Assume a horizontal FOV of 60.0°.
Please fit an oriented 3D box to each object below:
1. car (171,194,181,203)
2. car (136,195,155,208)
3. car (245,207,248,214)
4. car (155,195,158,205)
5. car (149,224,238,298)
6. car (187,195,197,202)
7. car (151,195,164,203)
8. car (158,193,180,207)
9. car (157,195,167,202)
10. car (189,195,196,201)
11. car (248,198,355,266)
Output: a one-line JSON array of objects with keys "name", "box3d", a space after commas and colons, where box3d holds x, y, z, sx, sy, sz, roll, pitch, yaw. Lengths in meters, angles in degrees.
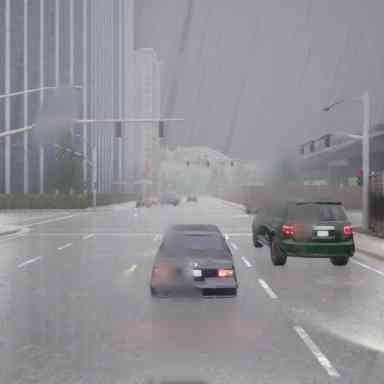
[{"name": "car", "box3d": [-3.478, 1.355, 72.579, 2.097, 1.767, 4.553, 0, 0, 0]}, {"name": "car", "box3d": [-7.077, 1.504, 48.923, 1.837, 1.490, 4.892, 0, 0, 0]}, {"name": "car", "box3d": [7.171, 1.594, 31.612, 4.181, 1.385, 1.994, 0, 0, -10]}, {"name": "car", "box3d": [-7.061, 1.352, 58.115, 2.097, 1.767, 4.553, 0, 0, 0]}, {"name": "car", "box3d": [0.057, 1.547, 8.664, 2.033, 1.411, 5.357, 0, 0, 1]}, {"name": "car", "box3d": [0.023, 1.355, 76.089, 2.097, 1.767, 4.553, 0, 0, 0]}, {"name": "car", "box3d": [-6.992, 1.491, 68.052, 2.128, 1.511, 4.902, 0, 0, 0]}, {"name": "car", "box3d": [-3.572, 1.221, 52.851, 2.150, 2.045, 5.566, 0, 0, 0]}, {"name": "car", "box3d": [-6.976, 1.516, 78.290, 1.812, 1.442, 4.674, 0, 0, 0]}, {"name": "car", "box3d": [0.027, 1.500, 88.927, 1.837, 1.490, 4.892, 0, 0, 0]}, {"name": "car", "box3d": [3.575, 1.221, 11.697, 2.150, 2.045, 5.566, 0, 0, 1]}]
